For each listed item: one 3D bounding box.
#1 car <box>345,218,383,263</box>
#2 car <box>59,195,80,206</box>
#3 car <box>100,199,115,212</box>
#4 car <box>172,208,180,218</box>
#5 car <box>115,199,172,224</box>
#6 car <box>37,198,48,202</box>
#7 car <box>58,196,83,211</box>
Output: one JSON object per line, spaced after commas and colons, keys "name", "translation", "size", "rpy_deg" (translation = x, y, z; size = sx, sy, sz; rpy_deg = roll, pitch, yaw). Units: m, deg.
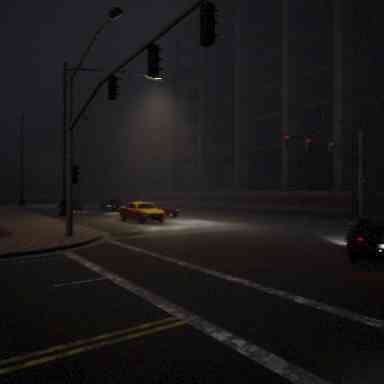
{"name": "car", "translation": [6.586, 1.614, 11.787], "size": [1.994, 1.385, 4.181], "rpy_deg": [0, 0, 25]}
{"name": "car", "translation": [-20.461, 1.410, 55.463], "size": [2.097, 1.767, 4.553], "rpy_deg": [0, 0, -35]}
{"name": "car", "translation": [-9.389, 1.563, 39.518], "size": [1.837, 1.490, 4.892], "rpy_deg": [0, 0, -35]}
{"name": "car", "translation": [-3.071, 1.661, 30.491], "size": [1.895, 1.301, 4.718], "rpy_deg": [0, 0, -35]}
{"name": "car", "translation": [-3.857, 1.524, 25.538], "size": [1.882, 1.535, 5.008], "rpy_deg": [0, 0, -35]}
{"name": "car", "translation": [-24.397, 1.211, 55.021], "size": [1.994, 1.385, 4.181], "rpy_deg": [0, 0, -35]}
{"name": "car", "translation": [-15.427, 1.592, 42.039], "size": [2.033, 1.411, 5.357], "rpy_deg": [0, 0, -35]}
